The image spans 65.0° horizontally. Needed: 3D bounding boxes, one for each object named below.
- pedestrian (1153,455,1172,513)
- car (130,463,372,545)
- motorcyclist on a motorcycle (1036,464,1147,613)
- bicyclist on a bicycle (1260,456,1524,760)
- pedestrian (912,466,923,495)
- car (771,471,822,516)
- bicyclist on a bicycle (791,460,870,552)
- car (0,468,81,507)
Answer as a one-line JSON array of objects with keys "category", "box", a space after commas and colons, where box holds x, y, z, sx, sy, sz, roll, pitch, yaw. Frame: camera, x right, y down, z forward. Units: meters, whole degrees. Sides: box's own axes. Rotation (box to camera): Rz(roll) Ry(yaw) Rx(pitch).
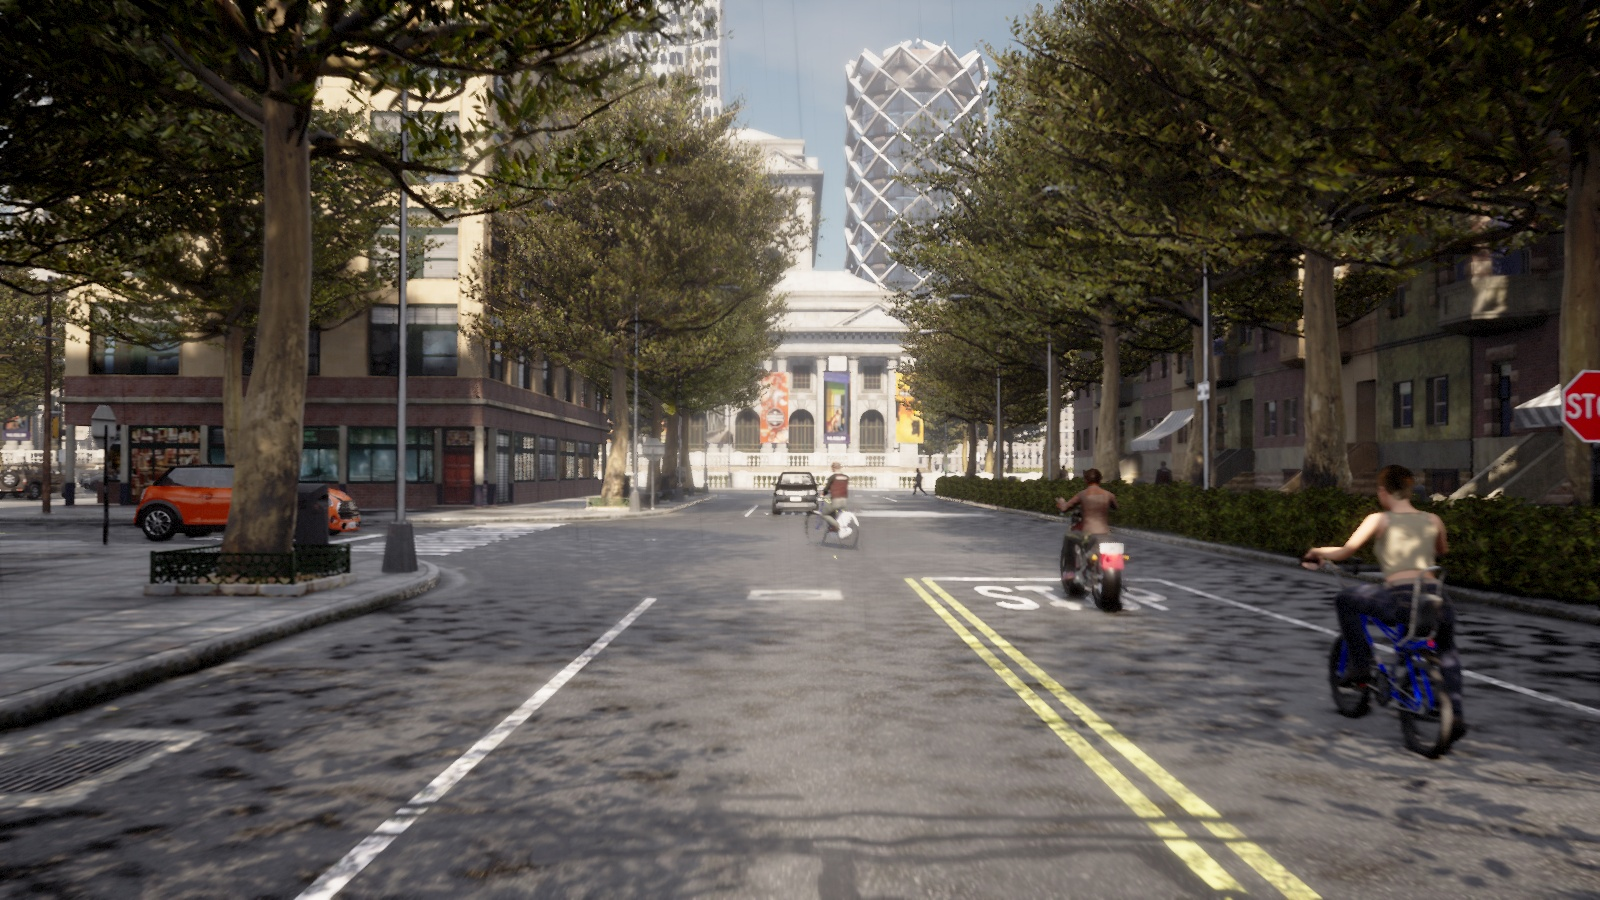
[{"category": "pedestrian", "box": [11.730, 1.105, 40.667, 0.376, 1.854, 0.720, 0, -1, -1]}, {"category": "car", "box": [-12.301, 1.197, 28.377, 4.553, 1.767, 2.097, 0, -1, -1]}, {"category": "motorcyclist on a motorcycle", "box": [3.458, 1.005, 15.131, 0.766, 1.649, 2.350, 0, -1, 0]}, {"category": "bicyclist on a bicycle", "box": [3.481, 0.862, 7.554, 0.866, 1.612, 1.509, 0, 1, 0]}, {"category": "pedestrian", "box": [7.360, 1.909, 78.676, 0.694, 1.848, 0.540, 0, -1, 1]}, {"category": "car", "box": [-0.121, 1.564, 46.002, 1.789, 1.549, 3.705, 0, -1, 0]}, {"category": "bicyclist on a bicycle", "box": [0.600, 1.111, 25.592, 0.659, 1.776, 1.843, -1, 0, -33]}, {"category": "car", "box": [-38.153, 1.832, 62.616, 1.932, 1.855, 4.605, 0, -1, 0]}]
